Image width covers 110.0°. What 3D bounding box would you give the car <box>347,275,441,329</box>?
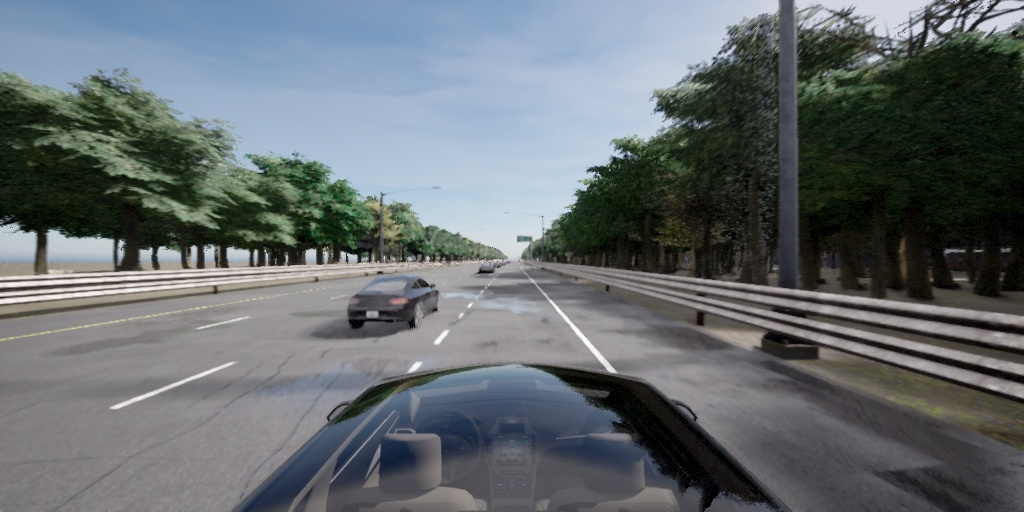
[{"bbox_3d":[-3.495,1.306,11.281,1.812,1.442,4.674,0,0,0],"label":"car"}]

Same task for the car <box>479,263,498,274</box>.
[{"bbox_3d":[-3.389,1.652,48.432,1.994,1.385,4.181,0,-1,0],"label":"car"}]
